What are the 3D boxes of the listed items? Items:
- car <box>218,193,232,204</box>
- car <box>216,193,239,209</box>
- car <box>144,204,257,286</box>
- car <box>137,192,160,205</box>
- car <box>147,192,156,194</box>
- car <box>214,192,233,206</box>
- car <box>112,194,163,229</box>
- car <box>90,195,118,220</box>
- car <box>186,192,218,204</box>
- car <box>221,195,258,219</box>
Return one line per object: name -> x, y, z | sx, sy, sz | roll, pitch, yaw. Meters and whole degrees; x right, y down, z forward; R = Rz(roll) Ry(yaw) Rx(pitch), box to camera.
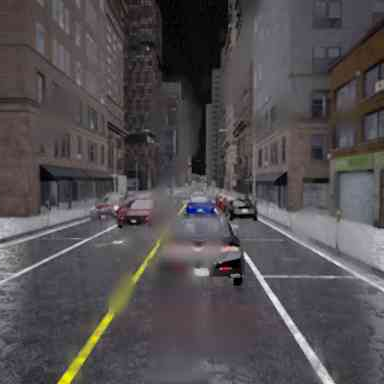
car -> 3.314, 0.972, 27.472 | 1.887, 1.381, 4.507 | -1, 1, 1
car -> 3.431, 0.858, 32.975 | 1.887, 1.381, 4.507 | -1, 1, 1
car -> 0.260, 1.298, 8.815 | 2.128, 1.511, 4.902 | 0, 1, 2
car -> -4.975, 0.709, 38.659 | 1.887, 1.381, 4.507 | -1, 1, 1
car -> -5.092, 0.830, 33.156 | 2.008, 1.369, 4.403 | -1, 1, 1
car -> 3.548, 0.743, 38.478 | 1.887, 1.381, 4.507 | -1, 1, 1
car -> -2.727, 1.075, 18.390 | 1.882, 1.535, 5.008 | 0, 1, 1
car -> -5.327, 0.949, 22.148 | 1.967, 1.590, 4.097 | -1, 1, 1
car -> 0.581, 0.976, 23.637 | 1.882, 1.535, 5.008 | 0, 1, 1
car -> 3.197, 1.108, 21.971 | 1.947, 1.339, 4.313 | -1, 1, 1
